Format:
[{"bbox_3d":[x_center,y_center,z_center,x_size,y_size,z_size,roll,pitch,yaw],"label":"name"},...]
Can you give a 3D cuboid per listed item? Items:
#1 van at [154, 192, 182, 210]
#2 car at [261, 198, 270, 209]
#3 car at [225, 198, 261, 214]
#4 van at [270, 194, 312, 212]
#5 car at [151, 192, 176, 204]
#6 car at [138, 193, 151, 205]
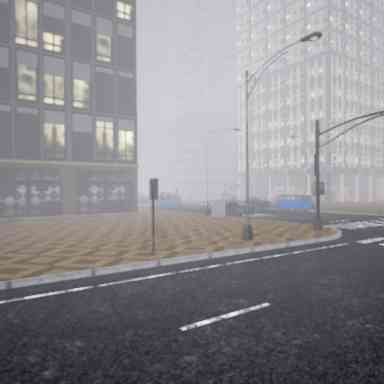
[{"bbox_3d":[-2.692,1.184,39.327,1.690,1.788,3.998,0,0,-34],"label":"van"},{"bbox_3d":[7.371,1.331,39.452,1.887,1.381,4.507,0,0,-34],"label":"car"},{"bbox_3d":[4.419,1.423,33.436,1.994,1.385,4.181,-1,1,-34],"label":"car"},{"bbox_3d":[10.548,1.153,34.914,1.690,1.788,3.998,0,0,-34],"label":"van"},{"bbox_3d":[-5.062,0.997,57.786,2.192,1.841,5.009,0,0,-34],"label":"car"},{"bbox_3d":[-8.750,1.312,52.986,1.994,1.385,4.181,-1,1,-34],"label":"car"}]
